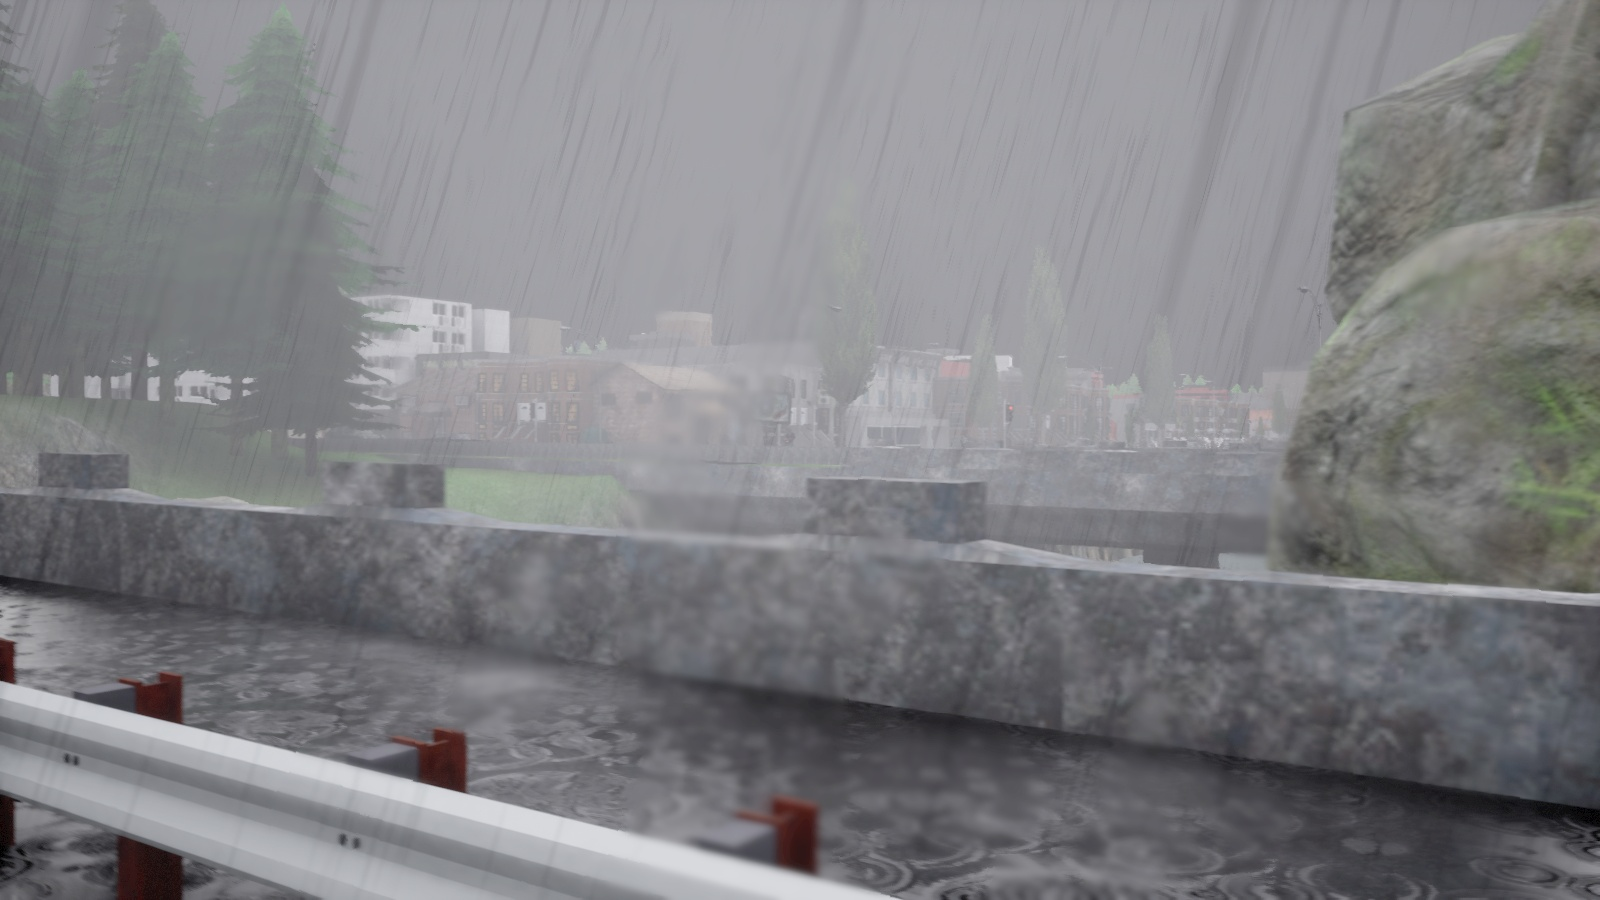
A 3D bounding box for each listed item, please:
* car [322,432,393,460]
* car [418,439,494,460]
[{"bbox_3d":[-29.316,-0.280,83.207,4.553,1.767,2.097,0,1,34],"label":"car"},{"bbox_3d":[-21.370,-0.038,77.920,4.718,1.301,1.895,0,1,34],"label":"car"}]
